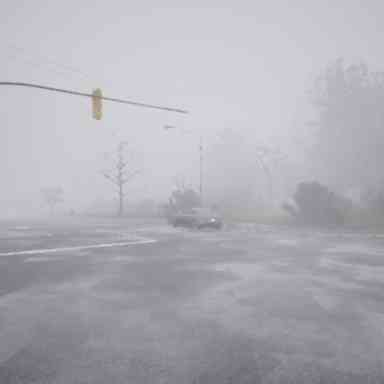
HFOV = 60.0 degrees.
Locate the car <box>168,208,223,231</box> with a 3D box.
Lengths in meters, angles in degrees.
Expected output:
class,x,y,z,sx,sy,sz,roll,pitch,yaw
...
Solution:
class,x,y,z,sx,sy,sz,roll,pitch,yaw
car,0.147,1.779,22.420,1.994,1.385,4.181,1,-2,-36
